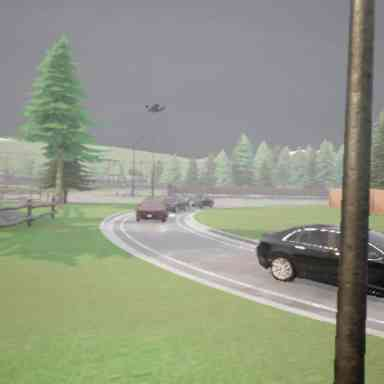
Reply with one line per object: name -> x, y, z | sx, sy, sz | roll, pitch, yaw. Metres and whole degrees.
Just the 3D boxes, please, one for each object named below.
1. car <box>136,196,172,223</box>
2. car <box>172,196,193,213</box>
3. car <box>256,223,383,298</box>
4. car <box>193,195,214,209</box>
car -> -2.638, 1.143, 22.803 | 1.882, 1.535, 5.008 | 1, 1, -1
car -> -1.784, 1.125, 30.957 | 1.837, 1.490, 4.892 | 2, 1, 17
car -> 3.889, 1.592, 8.045 | 4.892, 1.490, 1.837 | 3, 3, 44
car -> 0.896, 1.035, 36.761 | 2.128, 1.511, 4.902 | 2, 1, 25
